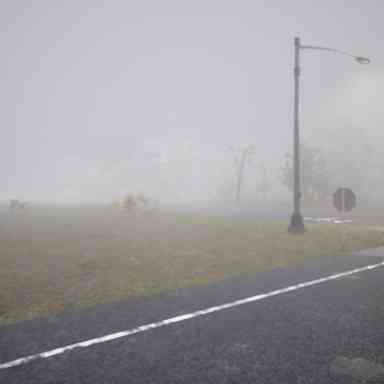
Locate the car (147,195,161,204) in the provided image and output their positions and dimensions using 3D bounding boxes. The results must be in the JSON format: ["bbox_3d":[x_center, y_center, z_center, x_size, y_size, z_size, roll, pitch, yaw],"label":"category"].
[{"bbox_3d":[-7.076,1.268,57.992,2.128,1.511,4.902,0,0,-33],"label":"car"}]
